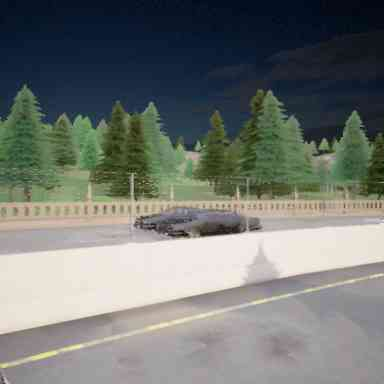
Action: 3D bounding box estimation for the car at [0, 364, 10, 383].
[{"bbox_3d":[-3.432,1.478,1.271,4.902,1.511,2.128,0,0,-35],"label":"car"}]

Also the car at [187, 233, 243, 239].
[{"bbox_3d":[1.100,1.597,16.931,5.357,1.411,2.033,0,0,-30],"label":"car"}]
